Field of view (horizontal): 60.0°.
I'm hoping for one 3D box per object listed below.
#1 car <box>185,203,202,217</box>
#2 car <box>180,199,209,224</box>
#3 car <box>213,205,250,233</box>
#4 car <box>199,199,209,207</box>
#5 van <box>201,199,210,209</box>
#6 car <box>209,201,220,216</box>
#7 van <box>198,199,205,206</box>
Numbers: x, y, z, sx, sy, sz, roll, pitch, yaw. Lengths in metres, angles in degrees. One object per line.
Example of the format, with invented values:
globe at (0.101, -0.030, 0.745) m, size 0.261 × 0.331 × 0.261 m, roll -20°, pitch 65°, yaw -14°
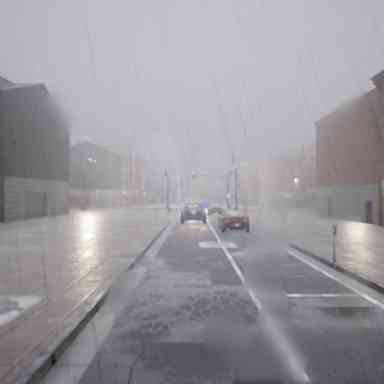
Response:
car at (0.153, 2.043, 38.270) m, size 1.812 × 1.442 × 4.674 m, roll 0°, pitch -1°, yaw 1°
car at (0.116, 1.718, 28.454) m, size 2.097 × 1.767 × 4.553 m, roll 0°, pitch -1°, yaw 0°
car at (2.641, 1.814, 21.648) m, size 1.887 × 1.381 × 4.507 m, roll -1°, pitch -1°, yaw 0°
car at (2.664, 2.530, 76.061) m, size 2.192 × 1.841 × 5.009 m, roll -1°, pitch -1°, yaw 0°
van at (2.659, 2.344, 65.481) m, size 1.690 × 1.788 × 3.998 m, roll -1°, pitch -1°, yaw 0°
car at (2.649, 2.072, 38.523) m, size 2.008 × 1.369 × 4.403 m, roll -1°, pitch -1°, yaw 0°
van at (2.673, 2.905, 91.927) m, size 1.690 × 1.788 × 3.998 m, roll -1°, pitch -1°, yaw 0°
